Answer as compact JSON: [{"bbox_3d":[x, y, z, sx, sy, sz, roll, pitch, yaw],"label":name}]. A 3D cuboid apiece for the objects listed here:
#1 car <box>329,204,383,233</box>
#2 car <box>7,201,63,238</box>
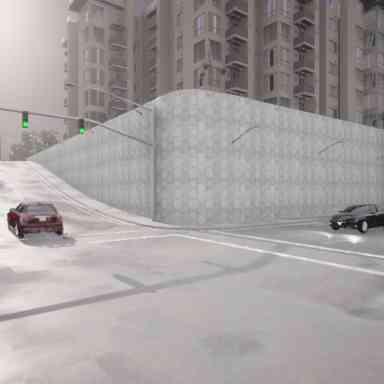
[{"bbox_3d":[10.164,1.505,19.853,4.892,1.490,1.837,0,0,-36],"label":"car"},{"bbox_3d":[-8.469,1.269,17.799,2.097,1.767,4.553,0,2,-36],"label":"car"}]
